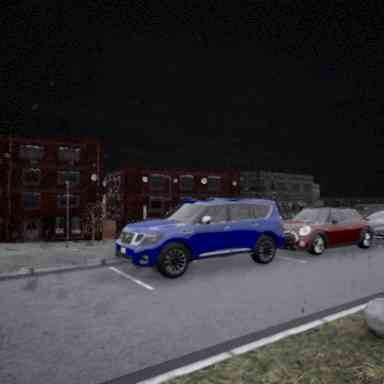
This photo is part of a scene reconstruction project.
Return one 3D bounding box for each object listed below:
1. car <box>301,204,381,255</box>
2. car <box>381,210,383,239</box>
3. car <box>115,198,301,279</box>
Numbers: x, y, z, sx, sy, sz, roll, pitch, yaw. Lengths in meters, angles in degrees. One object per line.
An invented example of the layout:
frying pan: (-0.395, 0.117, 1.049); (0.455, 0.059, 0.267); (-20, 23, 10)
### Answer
car: (5.183, 1.399, 13.478); (4.553, 1.767, 2.185); (1, 0, -32)
car: (9.963, 1.589, 16.462); (4.892, 1.521, 2.231); (1, -1, -31)
car: (0.480, 1.232, 10.421); (5.566, 2.045, 2.435); (1, 0, -33)
